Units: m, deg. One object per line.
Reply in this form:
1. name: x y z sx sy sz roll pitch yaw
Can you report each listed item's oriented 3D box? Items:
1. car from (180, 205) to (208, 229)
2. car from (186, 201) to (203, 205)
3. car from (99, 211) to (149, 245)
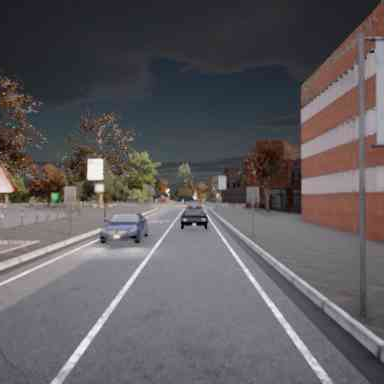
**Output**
1. car: 0.163 1.906 24.383 1.895 1.301 4.718 0 -1 0
2. car: 0.281 1.849 41.646 2.097 1.767 4.553 0 -1 0
3. car: -3.317 1.744 17.057 1.812 1.442 4.674 0 -1 0
